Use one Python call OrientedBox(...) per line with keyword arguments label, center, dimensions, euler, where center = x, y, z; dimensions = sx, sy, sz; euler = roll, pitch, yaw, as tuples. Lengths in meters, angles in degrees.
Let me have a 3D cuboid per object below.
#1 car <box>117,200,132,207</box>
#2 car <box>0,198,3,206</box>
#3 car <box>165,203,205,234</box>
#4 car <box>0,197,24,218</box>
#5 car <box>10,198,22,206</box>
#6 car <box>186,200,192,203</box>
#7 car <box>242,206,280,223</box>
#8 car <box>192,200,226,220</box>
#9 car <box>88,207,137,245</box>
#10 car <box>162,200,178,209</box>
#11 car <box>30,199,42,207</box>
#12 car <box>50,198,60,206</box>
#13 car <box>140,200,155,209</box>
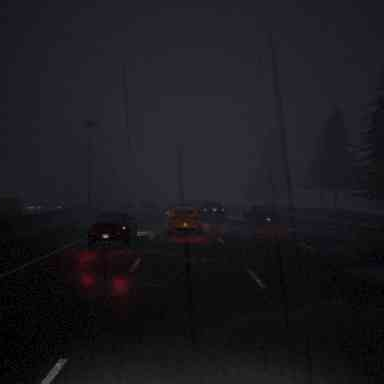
OrientedBox(label="car", center=(-10.741, 1.970, 53.129), dimensions=(2.128, 1.511, 4.902), euler=(0, -1, -19))
OrientedBox(label="car", center=(-38.587, 1.910, 65.544), dimensions=(1.837, 1.490, 4.892), euler=(0, -1, -25))
OrientedBox(label="car", center=(-0.587, 1.665, 20.814), dimensions=(1.882, 1.535, 5.008), euler=(0, 0, -5))
OrientedBox(label="car", center=(-15.740, 1.468, 27.397), dimensions=(2.150, 2.045, 5.566), euler=(0, 0, -9))
OrientedBox(label="car", center=(-34.859, 1.939, 65.912), dimensions=(1.812, 1.442, 4.674), euler=(0, -1, -25))
OrientedBox(label="car", center=(0.167, 1.973, 53.568), dimensions=(2.128, 1.511, 4.902), euler=(0, -1, -18))
OrientedBox(label="car", center=(5.660, 1.853, 28.074), dimensions=(1.895, 1.301, 4.718), euler=(0, -1, -8))
OrientedBox(label="car", center=(1.635, 1.628, 30.869), dimensions=(2.097, 1.767, 4.553), euler=(0, -1, -9))
OrientedBox(label="car", center=(-3.773, 1.672, 16.212), dimensions=(1.812, 1.442, 4.674), euler=(0, 0, -4))
OrientedBox(label="car", center=(-3.274, 2.000, 52.862), dimensions=(1.812, 1.442, 4.674), euler=(1, -1, -18))
OrientedBox(label="car", center=(-30.763, 2.100, 65.494), dimensions=(1.812, 1.442, 4.674), euler=(0, -1, -25))
OrientedBox(label="car", center=(-27.619, 2.080, 67.034), dimensions=(1.837, 1.490, 4.892), euler=(0, -1, -25))
OrientedBox(label="car", center=(-7.192, 1.973, 53.546), dimensions=(2.128, 1.511, 4.902), euler=(0, -1, -18))
